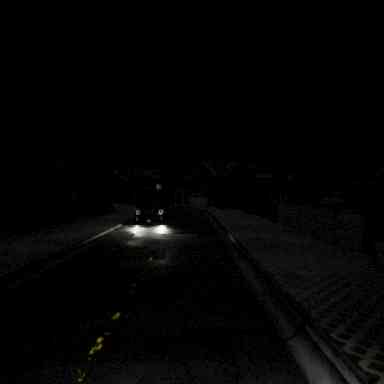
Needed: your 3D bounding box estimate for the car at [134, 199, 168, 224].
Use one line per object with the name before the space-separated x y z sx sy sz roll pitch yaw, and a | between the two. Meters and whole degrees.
car | -2.906 1.346 24.425 2.097 1.767 4.553 0 0 -1
